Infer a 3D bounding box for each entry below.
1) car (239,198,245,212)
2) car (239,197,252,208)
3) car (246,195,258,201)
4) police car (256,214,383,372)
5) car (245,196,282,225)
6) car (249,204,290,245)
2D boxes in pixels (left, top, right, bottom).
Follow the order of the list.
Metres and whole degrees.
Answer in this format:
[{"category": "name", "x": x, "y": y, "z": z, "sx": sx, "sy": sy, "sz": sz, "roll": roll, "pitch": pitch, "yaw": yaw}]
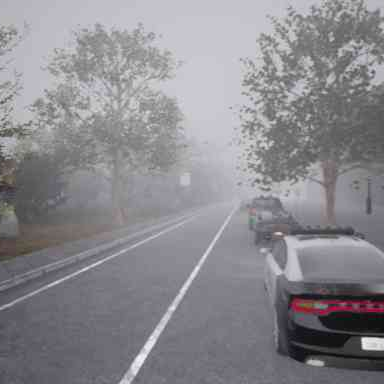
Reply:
[{"category": "car", "x": 7.276, "y": 1.869, "z": 43.915, "sx": 1.895, "sy": 1.301, "sz": 4.718, "roll": -1, "pitch": -1, "yaw": 9}, {"category": "car", "x": 9.062, "y": 1.697, "z": 55.875, "sx": 2.097, "sy": 1.767, "sz": 4.553, "roll": -1, "pitch": -1, "yaw": 10}, {"category": "car", "x": 16.732, "y": 1.686, "z": 92.460, "sx": 1.895, "sy": 1.301, "sz": 4.718, "roll": 1, "pitch": 2, "yaw": 28}, {"category": "police car", "x": 2.340, "y": 1.437, "z": 6.111, "sx": 1.930, "sy": 1.638, "sz": 5.238, "roll": -1, "pitch": -1, "yaw": 9}, {"category": "car", "x": 4.804, "y": 1.335, "z": 21.912, "sx": 2.150, "sy": 2.045, "sz": 5.566, "roll": -1, "pitch": -1, "yaw": 9}, {"category": "car", "x": 3.875, "y": 1.551, "z": 15.930, "sx": 1.882, "sy": 1.535, "sz": 5.008, "roll": -1, "pitch": -1, "yaw": 9}]
